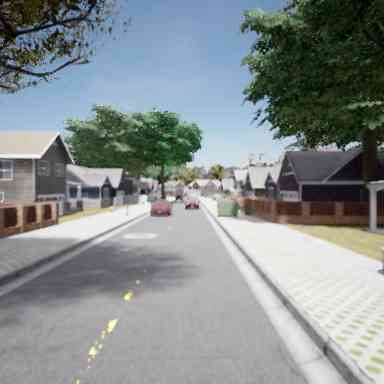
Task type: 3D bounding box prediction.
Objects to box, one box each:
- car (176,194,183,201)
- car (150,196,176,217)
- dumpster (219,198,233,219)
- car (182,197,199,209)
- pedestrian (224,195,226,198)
[{"bbox_3d":[-2.766,1.307,72.995,1.837,1.490,4.892,0,0,0],"label":"car"},{"bbox_3d":[-2.852,1.492,31.850,1.882,1.535,5.008,0,0,0],"label":"car"},{"bbox_3d":[3.009,1.410,29.276,1.020,1.700,1.940,0,0,0],"label":"dumpster"},{"bbox_3d":[0.053,1.608,45.616,1.895,1.301,4.718,0,0,0],"label":"car"},{"bbox_3d":[3.003,1.156,30.284,0.375,1.860,0.375,0,0,-10],"label":"pedestrian"}]
